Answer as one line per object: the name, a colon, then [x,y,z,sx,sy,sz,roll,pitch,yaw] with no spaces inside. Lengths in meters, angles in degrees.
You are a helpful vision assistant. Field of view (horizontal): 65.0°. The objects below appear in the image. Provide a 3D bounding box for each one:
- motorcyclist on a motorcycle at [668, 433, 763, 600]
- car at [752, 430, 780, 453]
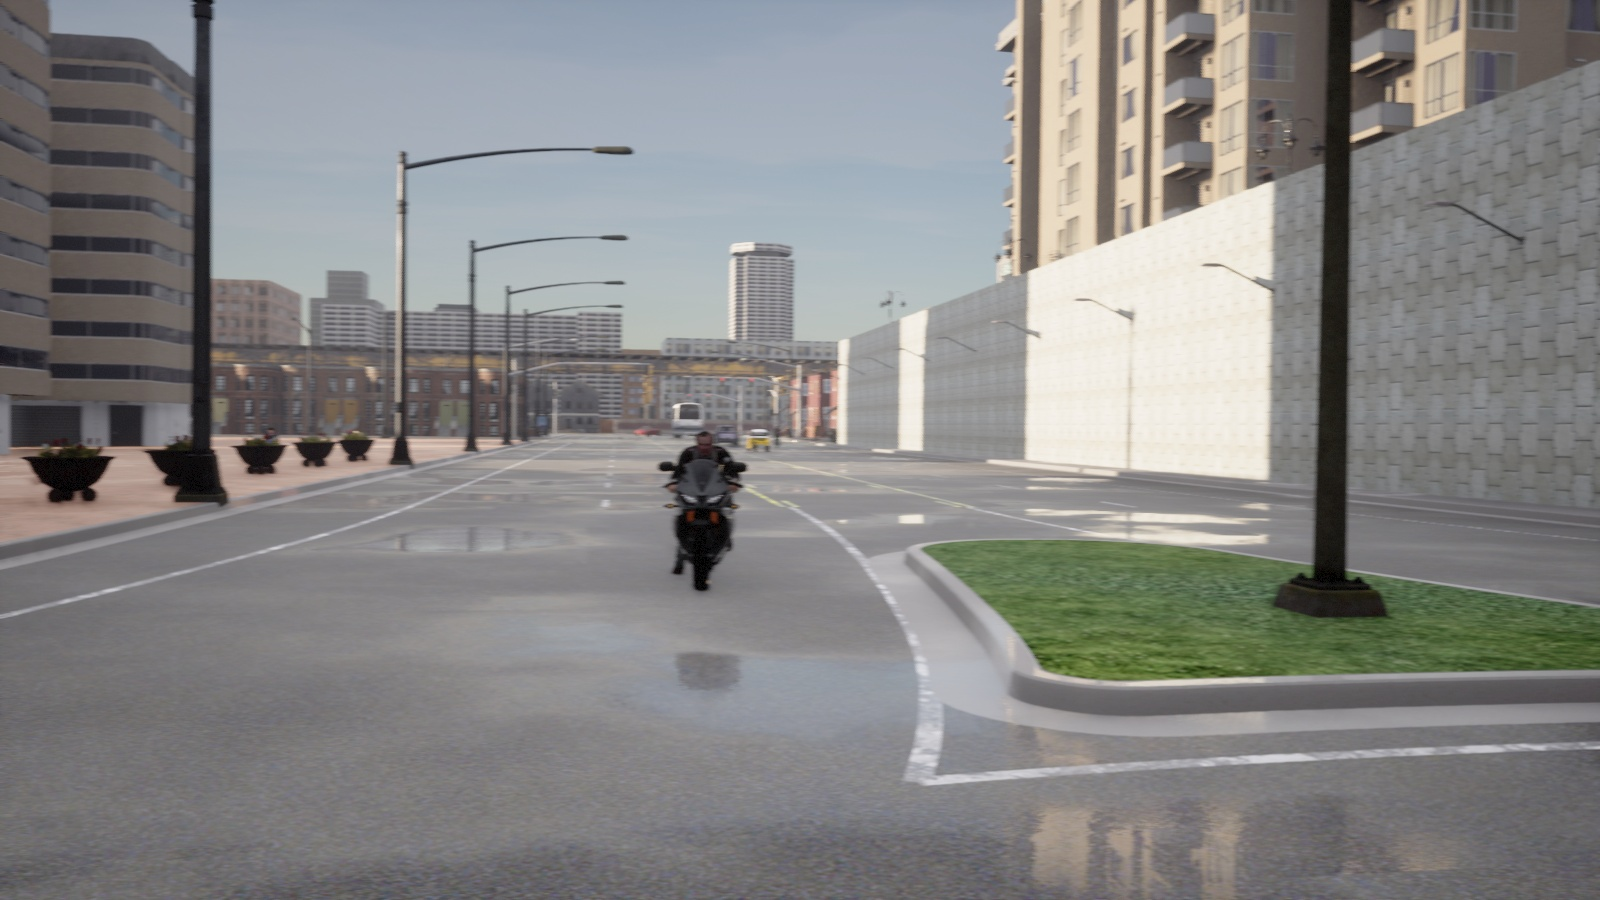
motorcyclist on a motorcycle: [-0.827,0.606,12.753,0.866,1.530,2.191,-1,1,-2]
car: [-2.068,-0.526,76.061,1.481,1.376,2.207,-1,1,-8]
